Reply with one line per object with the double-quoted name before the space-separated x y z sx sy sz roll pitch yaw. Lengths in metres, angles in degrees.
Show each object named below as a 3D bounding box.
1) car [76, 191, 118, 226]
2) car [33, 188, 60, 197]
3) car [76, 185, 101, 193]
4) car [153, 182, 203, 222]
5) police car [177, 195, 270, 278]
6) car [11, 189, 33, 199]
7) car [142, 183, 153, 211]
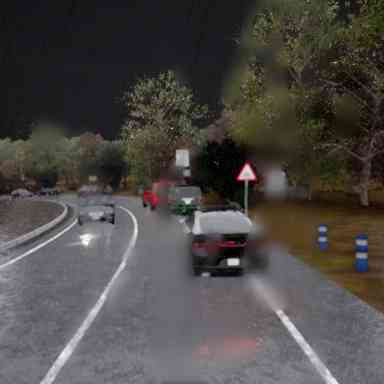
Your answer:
"car" -5.202 0.906 18.525 2.128 1.511 4.902 -2 2 -13
"car" -23.970 0.056 55.315 4.718 1.301 1.895 -1 5 38
"car" -14.139 -0.168 45.311 2.097 1.767 4.553 -6 5 -39
"car" -0.784 0.505 19.692 2.150 2.045 5.566 -2 3 -12
"police car" 0.685 1.147 9.486 1.930 1.638 5.238 -1 2 -4
"car" -27.472 0.333 53.669 4.892 1.490 1.837 -1 5 38
"car" -2.451 0.254 25.733 2.150 2.045 5.566 -2 3 -18
